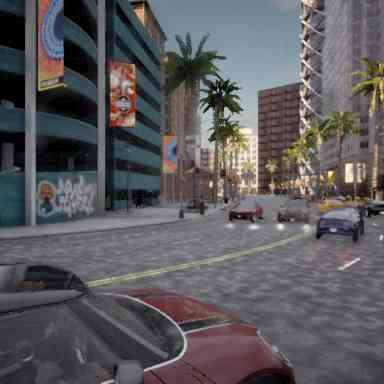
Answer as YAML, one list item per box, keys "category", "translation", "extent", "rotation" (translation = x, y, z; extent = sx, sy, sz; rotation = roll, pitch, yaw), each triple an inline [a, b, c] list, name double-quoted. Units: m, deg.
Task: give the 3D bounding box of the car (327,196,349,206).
- category: "car"
  translation: [24.054, 1.449, 54.816]
  extent: [2.231, 1.521, 4.892]
  rotation: [0, 0, 10]

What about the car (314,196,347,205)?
- category: "car"
  translation: [13.184, 1.459, 31.455]
  extent: [1.882, 1.535, 5.008]
  rotation: [0, 0, 11]

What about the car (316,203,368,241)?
- category: "car"
  translation: [7.552, 1.516, 16.842]
  extent: [1.812, 1.442, 4.674]
  rotation: [0, 0, 32]

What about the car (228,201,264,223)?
- category: "car"
  translation: [4.309, 1.460, 25.911]
  extent: [1.882, 1.535, 5.008]
  rotation: [0, 0, 23]

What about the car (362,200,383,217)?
- category: "car"
  translation: [16.586, 1.492, 30.613]
  extent: [1.837, 1.490, 4.892]
  rotation: [0, 0, 11]

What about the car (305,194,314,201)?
- category: "car"
  translation: [29.243, 1.301, 83.729]
  extent: [2.185, 1.767, 4.553]
  rotation: [0, 0, 10]

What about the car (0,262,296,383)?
- category: "car"
  translation: [-1.279, 1.349, 2.396]
  extent: [4.553, 1.767, 2.097]
  rotation: [0, 0, -36]

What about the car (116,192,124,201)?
- category: "car"
  translation: [-11.626, 0.978, 53.577]
  extent: [2.435, 2.045, 5.566]
  rotation: [0, 0, 10]

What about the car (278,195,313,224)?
- category: "car"
  translation: [7.752, 1.333, 25.028]
  extent: [2.097, 1.767, 4.553]
  rotation: [0, 0, 22]
